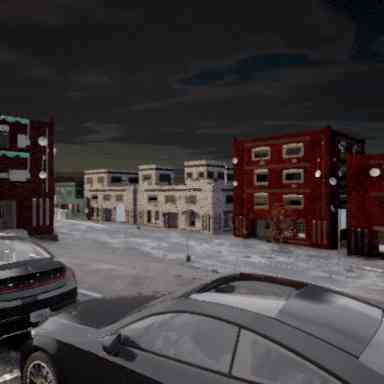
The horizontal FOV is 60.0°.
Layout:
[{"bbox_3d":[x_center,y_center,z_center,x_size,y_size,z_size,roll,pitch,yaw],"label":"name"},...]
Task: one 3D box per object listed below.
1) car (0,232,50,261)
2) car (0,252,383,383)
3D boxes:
[{"bbox_3d":[-4.148,1.482,6.100,4.892,1.521,2.231,0,0,34],"label":"car"},{"bbox_3d":[0.326,1.517,3.038,4.674,1.452,2.002,0,0,36],"label":"car"}]
